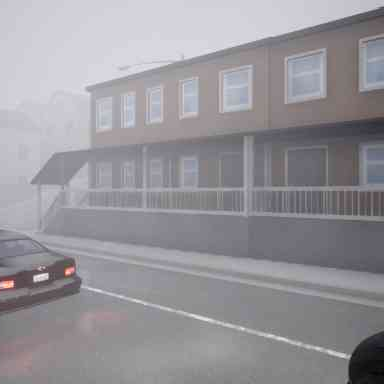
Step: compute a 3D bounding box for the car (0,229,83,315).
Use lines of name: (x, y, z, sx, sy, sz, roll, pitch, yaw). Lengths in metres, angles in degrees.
car: (-4.687, 1.547, 7.306, 5.357, 1.411, 2.033, 0, 0, 36)

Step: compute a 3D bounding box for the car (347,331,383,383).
car: (3.438, 1.478, 1.536, 5.008, 1.535, 1.882, 0, 0, 35)
